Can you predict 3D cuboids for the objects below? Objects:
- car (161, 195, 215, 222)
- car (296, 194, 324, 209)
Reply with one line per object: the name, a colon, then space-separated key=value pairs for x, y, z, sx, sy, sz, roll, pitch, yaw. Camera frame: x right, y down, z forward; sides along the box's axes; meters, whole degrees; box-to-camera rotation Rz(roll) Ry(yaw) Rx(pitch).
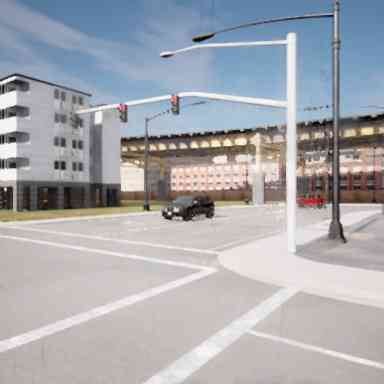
car: x=-0.171 y=1.278 z=27.659 sx=2.150 sy=2.045 sz=5.566 roll=0 pitch=0 yaw=34
car: x=16.178 y=1.275 z=47.155 sx=5.566 sy=2.045 sz=2.150 roll=0 pitch=-1 yaw=-28
